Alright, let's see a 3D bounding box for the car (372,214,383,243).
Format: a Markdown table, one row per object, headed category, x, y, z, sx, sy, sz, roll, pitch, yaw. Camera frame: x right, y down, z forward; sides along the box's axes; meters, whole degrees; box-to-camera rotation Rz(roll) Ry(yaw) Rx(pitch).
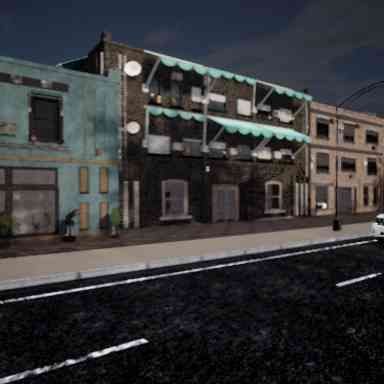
| category | x | y | z | sx | sy | sz | roll | pitch | yaw |
| --- | --- | --- | --- | --- | --- | --- | --- | --- | --- |
| car | 10.509 | 1.274 | 15.168 | 5.566 | 2.045 | 2.150 | 0 | 0 | -35 |
